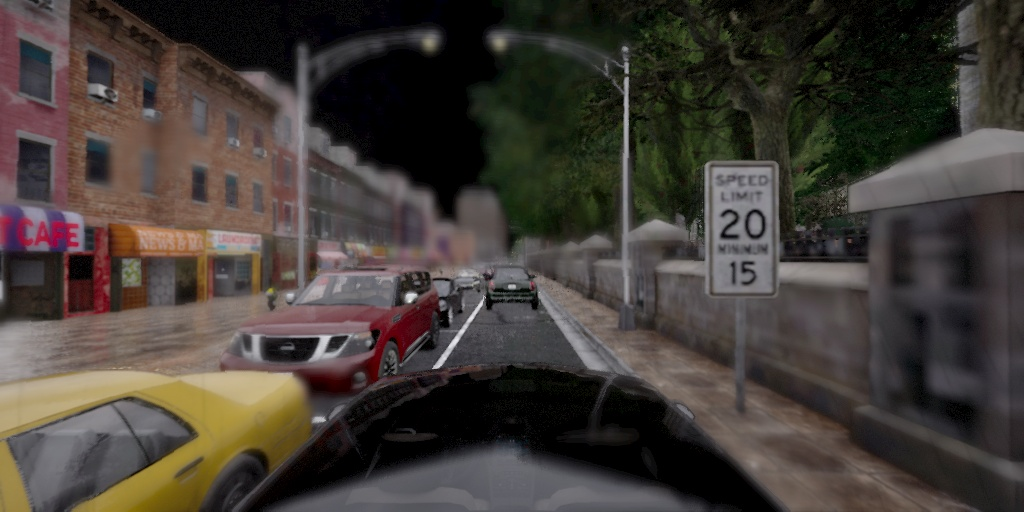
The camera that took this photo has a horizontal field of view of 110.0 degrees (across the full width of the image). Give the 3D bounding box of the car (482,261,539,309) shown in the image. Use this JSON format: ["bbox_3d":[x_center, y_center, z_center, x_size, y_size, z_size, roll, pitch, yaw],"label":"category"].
[{"bbox_3d":[0.004,1.233,15.926,2.097,1.767,4.553,0,-1,0],"label":"car"}]

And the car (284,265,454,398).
[{"bbox_3d":[-2.655,1.111,6.658,2.192,1.841,5.009,0,0,0],"label":"car"}]

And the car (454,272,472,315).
[{"bbox_3d":[-2.653,1.411,11.928,1.948,1.339,4.313,0,0,0],"label":"car"}]

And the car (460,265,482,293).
[{"bbox_3d":[-2.648,1.495,22.468,2.007,1.370,4.403,0,0,0],"label":"car"}]

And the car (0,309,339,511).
[{"bbox_3d":[-2.652,1.272,1.220,1.751,1.417,4.829,0,0,0],"label":"car"}]

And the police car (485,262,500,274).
[{"bbox_3d":[-2.742,1.644,51.315,1.930,1.638,5.238,0,-1,0],"label":"police car"}]
